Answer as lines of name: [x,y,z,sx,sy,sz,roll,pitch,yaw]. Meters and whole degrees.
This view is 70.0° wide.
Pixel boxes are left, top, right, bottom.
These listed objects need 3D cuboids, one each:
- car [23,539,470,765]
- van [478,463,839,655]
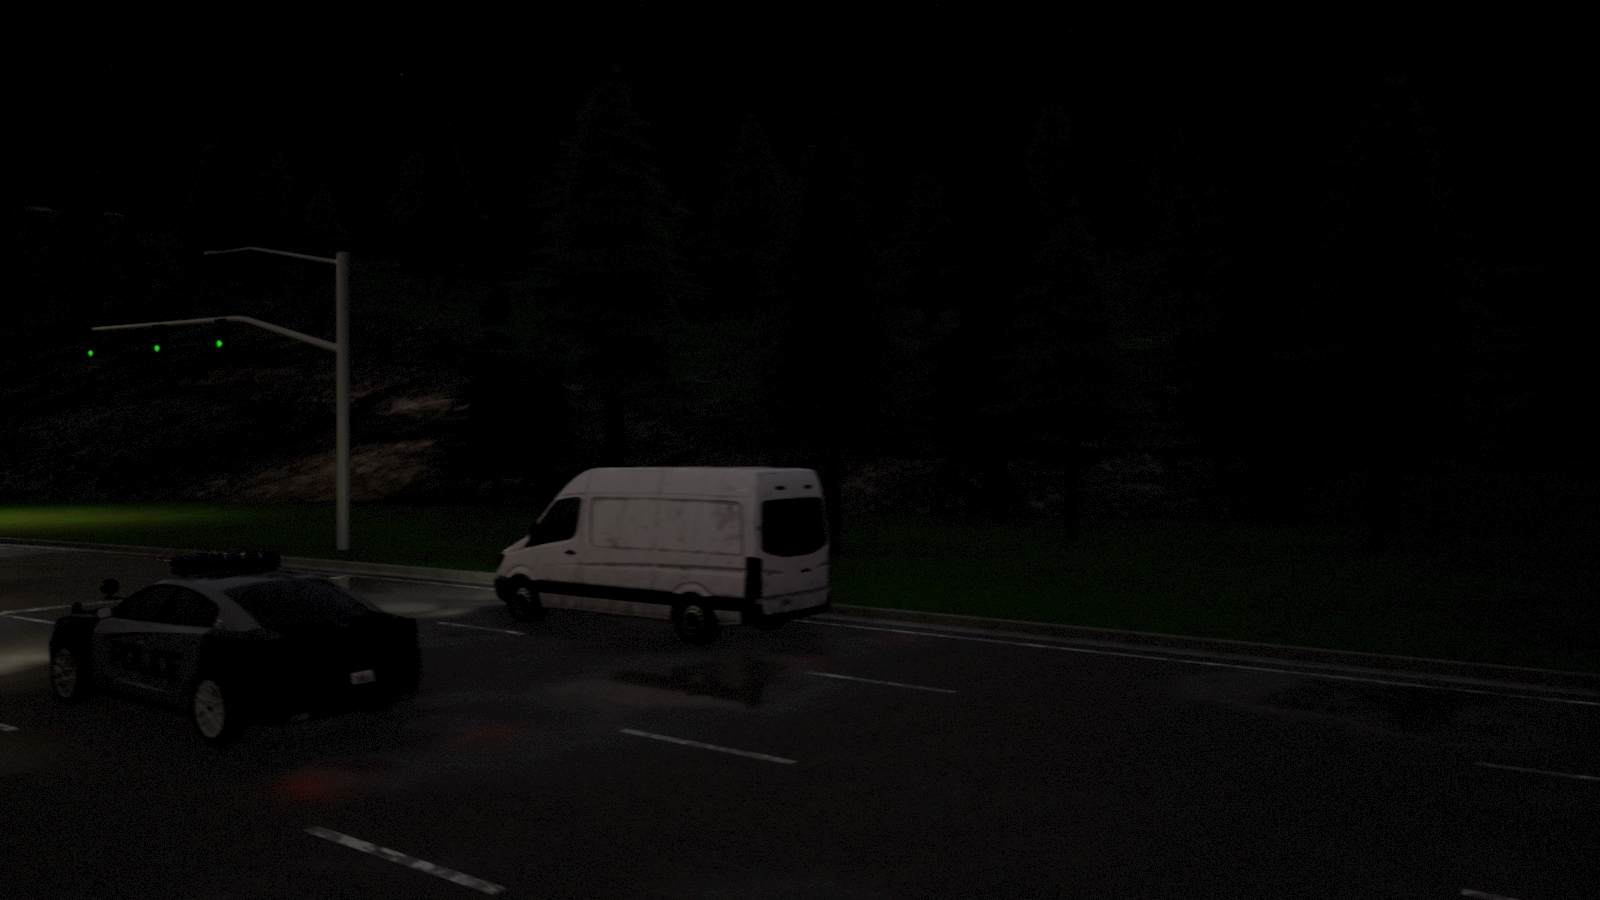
car: [-6.184,1.982,12.505,5.238,1.638,2.097,0,0,35]
van: [-2.405,1.535,18.250,5.915,2.561,1.988,0,0,35]
